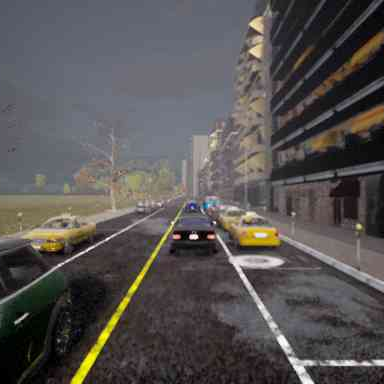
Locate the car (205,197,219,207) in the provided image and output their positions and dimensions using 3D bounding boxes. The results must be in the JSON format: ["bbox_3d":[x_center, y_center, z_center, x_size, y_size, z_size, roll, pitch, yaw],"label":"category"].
[{"bbox_3d":[2.560,1.550,31.522,1.967,1.590,4.097,1,0,0],"label":"car"}]

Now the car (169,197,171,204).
[{"bbox_3d":[-5.336,1.779,59.199,1.947,1.339,4.313,1,0,0],"label":"car"}]

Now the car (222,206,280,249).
[{"bbox_3d":[2.568,1.576,14.709,1.752,1.417,4.829,1,0,0],"label":"car"}]

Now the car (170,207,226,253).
[{"bbox_3d":[0.074,1.596,13.943,2.033,1.411,5.357,0,0,0],"label":"car"}]

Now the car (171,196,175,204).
[{"bbox_3d":[-5.341,1.696,70.507,1.967,1.590,4.097,1,0,0],"label":"car"}]

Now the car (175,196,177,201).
[{"bbox_3d":[-5.348,1.844,81.815,1.887,1.381,4.507,1,0,0],"label":"car"}]

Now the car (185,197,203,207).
[{"bbox_3d":[0.079,1.667,40.074,1.812,1.442,4.674,0,0,0],"label":"car"}]

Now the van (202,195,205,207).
[{"bbox_3d":[2.555,1.491,42.844,1.690,1.788,3.998,1,0,0],"label":"van"}]

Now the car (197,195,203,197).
[{"bbox_3d":[2.528,1.657,93.793,2.192,1.841,5.009,1,0,0],"label":"car"}]

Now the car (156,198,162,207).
[{"bbox_3d":[-5.327,1.702,42.237,2.008,1.369,4.403,1,0,0],"label":"car"}]

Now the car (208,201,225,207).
[{"bbox_3d":[2.562,1.640,25.860,2.008,1.369,4.403,1,0,0],"label":"car"}]

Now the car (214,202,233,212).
[{"bbox_3d":[2.565,1.596,20.370,1.752,1.417,4.829,1,0,0],"label":"car"}]

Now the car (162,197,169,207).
[{"bbox_3d":[-5.332,1.633,53.545,1.967,1.590,4.097,1,0,0],"label":"car"}]

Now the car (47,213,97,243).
[{"bbox_3d":[-5.312,1.576,13.798,1.752,1.417,4.829,1,0,0],"label":"car"}]

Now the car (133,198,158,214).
[{"bbox_3d":[-5.324,1.682,36.583,2.008,1.369,4.403,1,0,0],"label":"car"}]

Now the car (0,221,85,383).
[{"bbox_3d":[-2.750,1.363,2.885,2.097,1.767,4.553,0,0,0],"label":"car"}]
